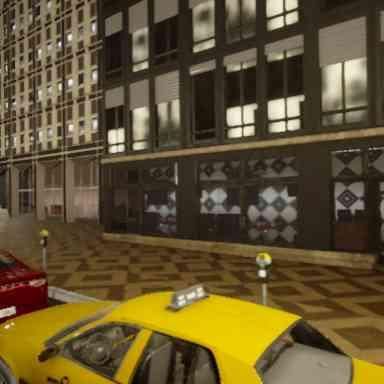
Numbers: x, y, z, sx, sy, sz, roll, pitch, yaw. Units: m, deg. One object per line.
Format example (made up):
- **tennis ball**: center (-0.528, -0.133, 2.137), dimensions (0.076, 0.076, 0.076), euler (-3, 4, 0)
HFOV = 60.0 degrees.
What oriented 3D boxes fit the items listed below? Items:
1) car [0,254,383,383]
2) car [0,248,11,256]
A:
- **car**: center (-0.253, 1.539, 3.063), dimensions (4.829, 1.417, 1.752), euler (0, -1, 35)
- **car**: center (-4.442, 1.594, 6.048), dimensions (4.507, 1.381, 1.887), euler (0, -1, 35)
